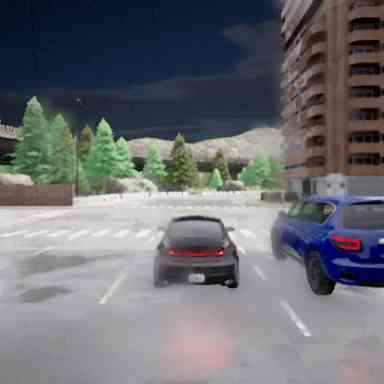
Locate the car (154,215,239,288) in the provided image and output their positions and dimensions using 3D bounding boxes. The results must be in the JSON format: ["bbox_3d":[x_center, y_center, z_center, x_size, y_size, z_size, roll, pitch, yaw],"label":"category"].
[{"bbox_3d":[0.105,1.361,8.776,1.837,1.490,4.892,0,1,0],"label":"car"}]

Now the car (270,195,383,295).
[{"bbox_3d":[3.605,1.080,8.472,2.150,2.045,5.566,0,0,0],"label":"car"}]
